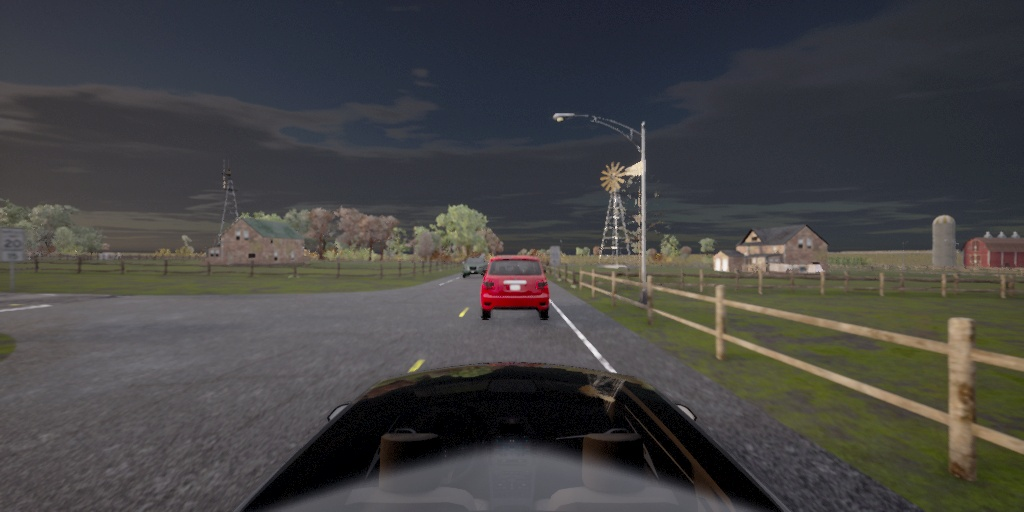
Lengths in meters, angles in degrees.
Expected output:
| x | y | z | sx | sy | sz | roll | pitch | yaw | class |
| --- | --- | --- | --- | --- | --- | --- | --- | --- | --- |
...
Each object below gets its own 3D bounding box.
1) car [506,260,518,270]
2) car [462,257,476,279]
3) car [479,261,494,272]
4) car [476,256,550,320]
| x | y | z | sx | sy | sz | roll | pitch | yaw | class |
| --- | --- | --- | --- | --- | --- | --- | --- | --- | --- |
| 0.012 | 1.532 | 61.494 | 1.837 | 1.490 | 4.892 | 0 | 0 | 0 | car |
| -3.589 | 1.133 | 35.647 | 2.150 | 2.045 | 5.566 | 0 | -1 | 0 | car |
| -3.562 | 1.508 | 51.569 | 1.812 | 1.442 | 4.674 | 0 | 0 | 0 | car |
| 0.100 | 1.025 | 13.112 | 2.150 | 2.045 | 5.566 | 0 | 0 | 0 | car |
